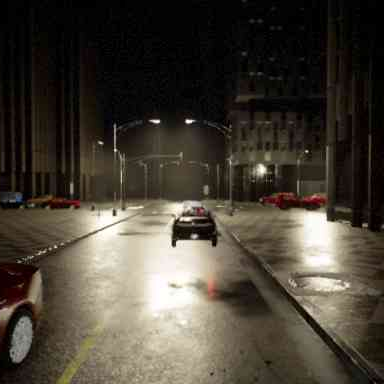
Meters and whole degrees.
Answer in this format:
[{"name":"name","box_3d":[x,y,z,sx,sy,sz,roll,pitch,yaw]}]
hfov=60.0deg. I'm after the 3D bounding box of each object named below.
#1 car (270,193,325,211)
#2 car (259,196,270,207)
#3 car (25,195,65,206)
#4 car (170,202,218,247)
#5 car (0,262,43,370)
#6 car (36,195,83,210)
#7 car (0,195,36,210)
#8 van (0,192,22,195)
[{"name":"car","box_3d":[12.086,1.268,38.427,5.009,1.841,2.192,0,1,0]},{"name":"car","box_3d":[12.063,1.088,46.950,5.009,1.841,2.192,0,1,0]},{"name":"car","box_3d":[-20.672,1.146,46.825,4.829,1.417,1.752,0,1,0]},{"name":"car","box_3d":[0.086,1.409,14.532,2.128,1.511,4.902,0,0,0]},{"name":"car","box_3d":[-3.100,1.460,2.800,1.882,1.535,5.008,0,0,0]},{"name":"car","box_3d":[-14.955,1.370,38.323,4.507,1.381,1.887,0,1,0]},{"name":"car","box_3d":[-20.480,1.352,38.300,4.403,1.369,2.008,0,1,0]},{"name":"van","box_3d":[-26.025,0.939,46.801,3.998,1.788,1.690,0,1,0]}]
